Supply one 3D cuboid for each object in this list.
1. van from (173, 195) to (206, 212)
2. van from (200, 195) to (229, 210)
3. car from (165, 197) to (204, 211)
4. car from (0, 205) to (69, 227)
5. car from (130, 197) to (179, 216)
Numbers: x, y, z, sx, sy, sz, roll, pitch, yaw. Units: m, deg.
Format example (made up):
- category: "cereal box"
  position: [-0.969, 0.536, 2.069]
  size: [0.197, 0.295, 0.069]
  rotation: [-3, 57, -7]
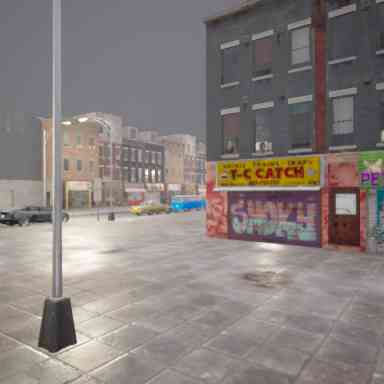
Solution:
- category: "van"
  position: [-0.464, 1.248, 35.897]
  size: [1.690, 1.788, 3.998]
  rotation: [0, 0, 35]
- category: "van"
  position: [2.825, 1.233, 40.503]
  size: [1.690, 1.788, 3.998]
  rotation: [0, 0, 35]
- category: "car"
  position: [-0.782, 1.400, 39.857]
  size: [2.128, 1.511, 4.902]
  rotation: [0, 0, 35]
- category: "car"
  position: [-10.330, 1.522, 22.078]
  size: [1.947, 1.339, 4.313]
  rotation: [0, 0, 35]
- category: "car"
  position: [-3.654, 1.448, 31.429]
  size: [1.752, 1.417, 4.829]
  rotation: [0, 0, 35]
